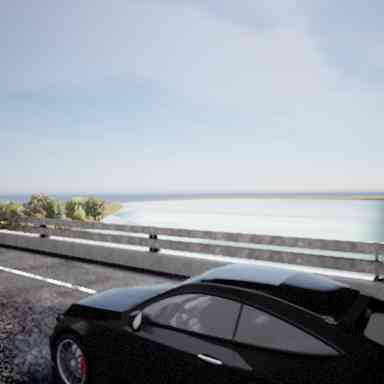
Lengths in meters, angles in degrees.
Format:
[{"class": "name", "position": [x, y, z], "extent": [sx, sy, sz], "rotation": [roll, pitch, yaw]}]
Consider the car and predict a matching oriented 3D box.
[{"class": "car", "position": [0.419, 1.535, 3.562], "extent": [4.674, 1.442, 1.812], "rotation": [0, 0, 35]}]
